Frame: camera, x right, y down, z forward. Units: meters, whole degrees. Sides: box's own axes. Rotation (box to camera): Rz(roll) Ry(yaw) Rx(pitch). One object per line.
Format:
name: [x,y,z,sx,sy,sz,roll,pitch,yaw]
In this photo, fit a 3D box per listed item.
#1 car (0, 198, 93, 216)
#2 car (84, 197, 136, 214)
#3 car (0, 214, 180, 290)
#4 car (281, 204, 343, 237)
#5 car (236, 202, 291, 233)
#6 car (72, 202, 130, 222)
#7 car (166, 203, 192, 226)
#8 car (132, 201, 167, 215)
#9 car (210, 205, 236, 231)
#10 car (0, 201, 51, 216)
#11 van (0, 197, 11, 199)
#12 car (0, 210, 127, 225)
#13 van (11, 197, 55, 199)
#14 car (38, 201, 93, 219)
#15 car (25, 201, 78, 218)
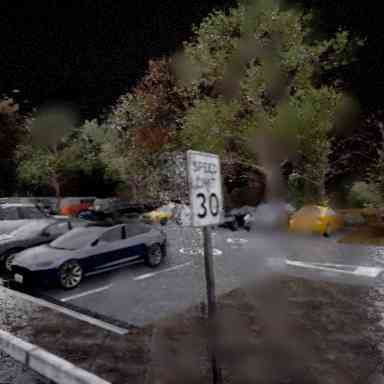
car: [-7.204,1.445,13.421,2.435,2.045,5.566,-1,0,37]
car: [-6.012,1.435,28.865,2.435,2.045,5.566,0,0,37]
car: [-2.791,1.687,10.049,2.163,1.488,4.792,-1,0,37]
car: [7.178,1.571,18.955,2.097,1.535,5.008,-1,0,37]
car: [4.980,1.465,20.644,2.185,1.767,4.553,-1,0,37]
car: [-8.261,1.736,30.478,2.163,1.488,4.792,-1,0,37]
car: [0.625,1.668,23.861,2.002,1.452,4.674,-1,0,37]
car: [-1.703,1.646,25.375,1.946,1.575,5.366,-1,0,37]
car: [2.827,1.639,22.181,2.163,1.488,4.792,-1,0,37]
car: [-19.324,1.862,38.797,2.097,1.535,5.008,-1,0,37]
van: [-21.478,1.680,40.547,1.878,1.987,4.442,-1,0,37]
car: [-4.993,1.677,11.740,2.097,1.535,5.008,-1,0,37]
van: [-17.165,1.596,37.039,1.878,1.987,4.442,-1,0,36]
car: [-12.763,1.784,33.918,2.163,1.488,4.792,-1,0,37]
car: [-14.876,1.814,35.499,2.163,1.488,4.792,-1,0,37]
